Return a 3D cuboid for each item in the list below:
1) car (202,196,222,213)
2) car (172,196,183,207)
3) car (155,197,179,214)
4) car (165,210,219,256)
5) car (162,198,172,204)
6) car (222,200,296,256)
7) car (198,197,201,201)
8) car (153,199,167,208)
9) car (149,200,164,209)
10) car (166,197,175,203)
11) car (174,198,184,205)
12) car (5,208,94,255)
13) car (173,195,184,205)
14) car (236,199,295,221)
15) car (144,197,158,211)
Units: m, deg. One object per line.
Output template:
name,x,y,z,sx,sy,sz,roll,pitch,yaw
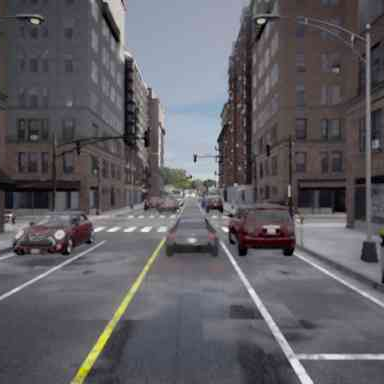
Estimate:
car,2.703,1.560,40.481,2.192,1.841,5.009,0,0,0
car,-2.826,1.787,49.061,2.128,1.511,4.902,0,0,0
car,-2.843,1.717,39.507,1.882,1.535,5.008,0,0,0
car,0.025,1.647,13.451,1.994,1.385,4.181,0,0,1
car,-5.402,1.988,73.501,1.887,1.381,4.507,0,0,0
car,2.638,1.397,13.426,2.192,1.841,5.009,0,0,0
car,2.691,1.659,56.992,2.192,1.841,5.009,0,0,0
car,-5.410,1.895,56.990,2.008,1.369,4.403,0,0,0
car,-5.413,1.878,51.486,1.947,1.339,4.313,0,0,0
car,-5.397,2.060,84.508,2.008,1.369,4.403,0,0,0
car,-2.745,1.977,71.110,1.994,1.385,4.181,0,0,0
car,-5.387,1.523,13.425,1.967,1.590,4.097,0,0,0
car,-2.761,1.583,59.837,2.150,2.045,5.566,0,0,1
car,6.197,1.504,28.534,4.553,1.767,2.097,0,0,0
car,-5.415,1.594,45.985,2.192,1.841,5.009,0,0,0
